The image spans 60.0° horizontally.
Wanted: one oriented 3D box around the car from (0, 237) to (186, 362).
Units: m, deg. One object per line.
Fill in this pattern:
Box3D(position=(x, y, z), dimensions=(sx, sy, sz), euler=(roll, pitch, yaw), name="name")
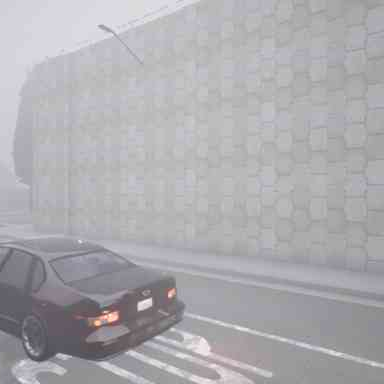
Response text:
Box3D(position=(-2.676, 1.547, 5.890), dimensions=(5.357, 1.411, 2.033), euler=(0, 0, 35), name="car")
